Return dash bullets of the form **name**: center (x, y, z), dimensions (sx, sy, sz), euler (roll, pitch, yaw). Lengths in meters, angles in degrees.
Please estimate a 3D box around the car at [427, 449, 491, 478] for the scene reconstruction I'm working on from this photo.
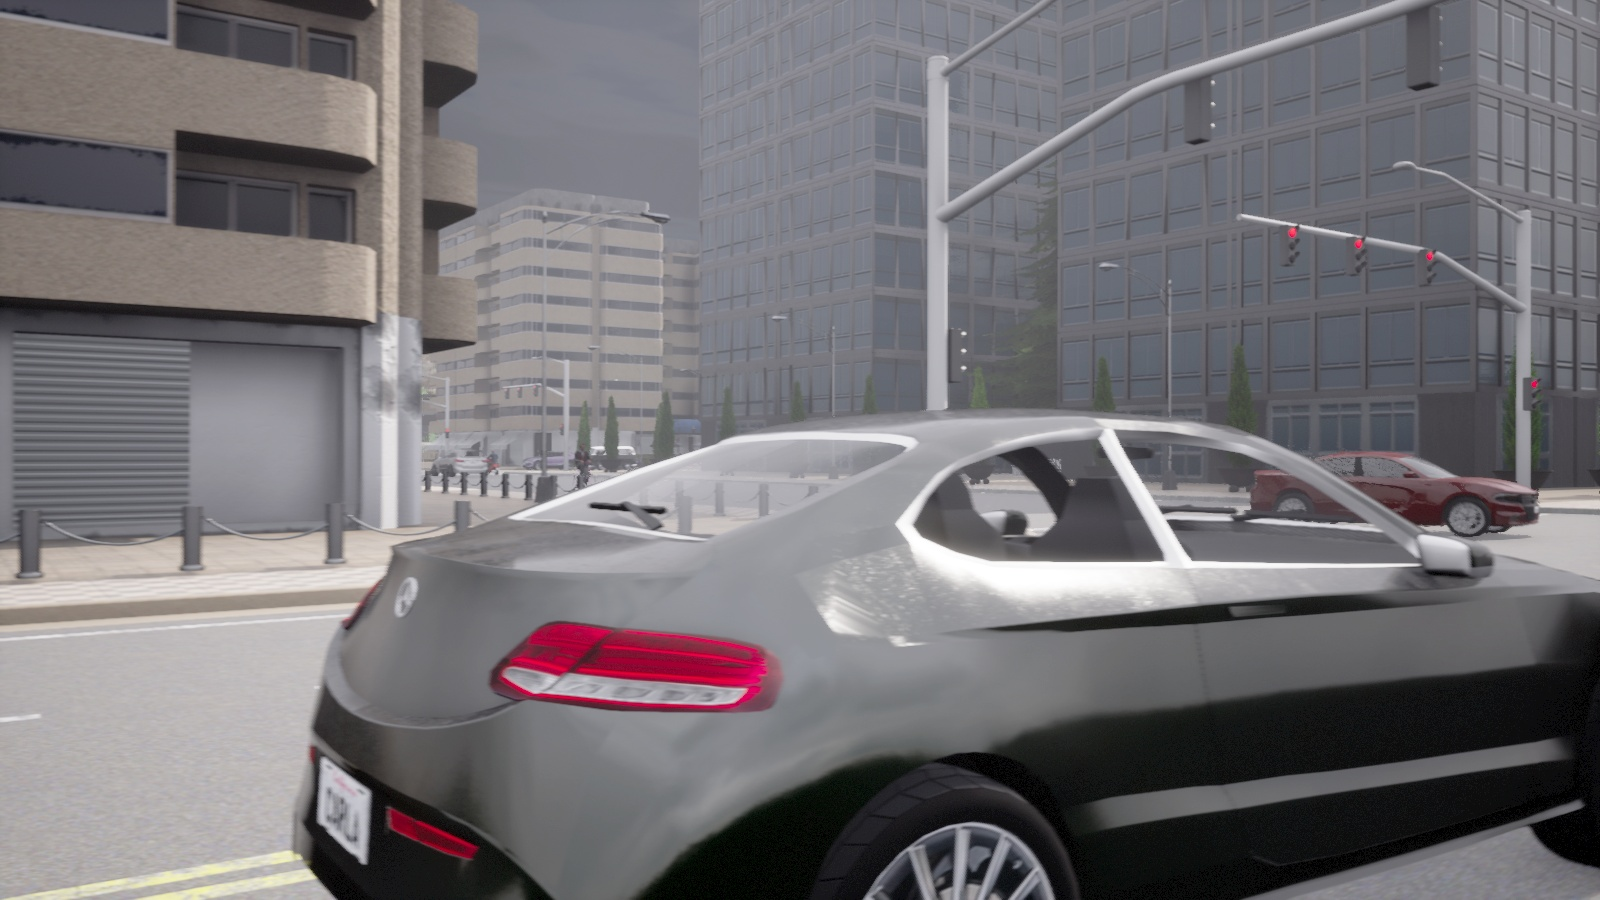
- **car**: center (-20.103, 0.758, 74.000), dimensions (2.242, 1.667, 4.611), euler (0, 0, -35)

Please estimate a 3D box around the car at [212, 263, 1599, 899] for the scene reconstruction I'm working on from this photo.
- **car**: center (0.924, 0.532, 4.302), dimensions (5.027, 1.651, 2.152), euler (0, 0, -35)

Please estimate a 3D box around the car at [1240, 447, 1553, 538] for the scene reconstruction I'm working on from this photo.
- **car**: center (11.142, 0.723, 23.715), dimensions (5.008, 1.535, 1.882), euler (0, 0, 43)
